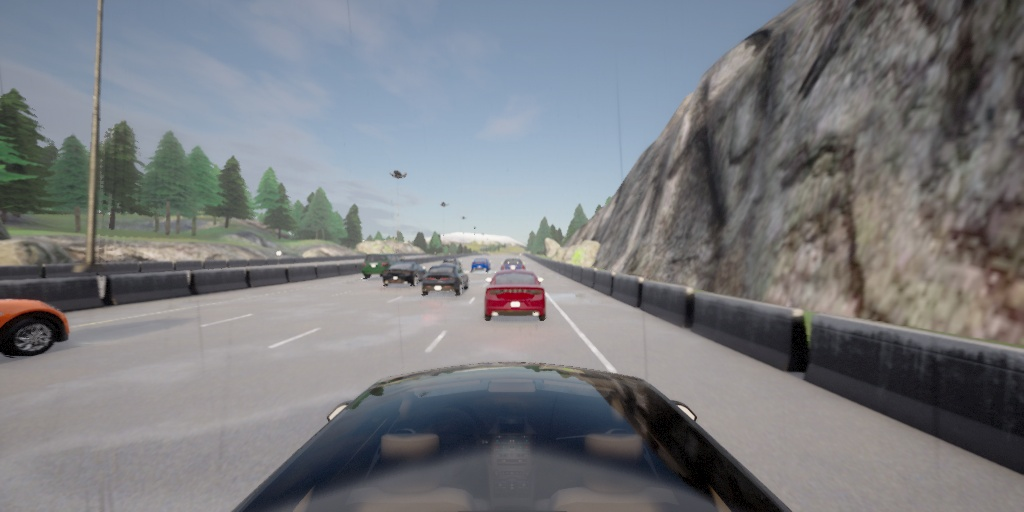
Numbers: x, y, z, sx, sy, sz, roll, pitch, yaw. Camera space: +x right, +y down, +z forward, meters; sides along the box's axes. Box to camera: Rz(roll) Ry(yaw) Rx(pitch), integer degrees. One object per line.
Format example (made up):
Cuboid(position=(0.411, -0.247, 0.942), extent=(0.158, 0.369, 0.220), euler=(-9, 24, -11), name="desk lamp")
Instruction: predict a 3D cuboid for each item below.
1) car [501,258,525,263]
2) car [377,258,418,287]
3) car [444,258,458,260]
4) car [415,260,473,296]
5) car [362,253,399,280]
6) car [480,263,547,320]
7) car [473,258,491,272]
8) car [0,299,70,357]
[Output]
Cuboid(position=(0.092, 0.925, 30.549), extent=(2.097, 1.767, 4.553), euler=(0, 1, 0), name="car")
Cuboid(position=(-6.906, 1.121, 23.671), extent=(1.882, 1.535, 5.008), euler=(0, 0, 0), name="car")
Cuboid(position=(-6.911, 0.926, 41.053), extent=(2.128, 1.511, 4.902), euler=(0, 1, 0), name="car")
Cuboid(position=(-3.404, 1.188, 18.872), extent=(1.837, 1.490, 4.892), euler=(0, 1, 0), name="car")
Cuboid(position=(-10.407, 0.805, 29.597), extent=(2.150, 2.045, 5.566), euler=(0, 1, 0), name="car")
Cuboid(position=(0.098, 1.196, 12.569), extent=(1.882, 1.535, 5.008), euler=(0, 0, 0), name="car")
Cuboid(position=(-3.410, 0.927, 40.096), extent=(1.882, 1.535, 5.008), euler=(0, 1, 0), name="car")
Cuboid(position=(-10.400, 1.094, 5.630), extent=(2.097, 1.767, 4.553), euler=(0, 0, 0), name="car")
